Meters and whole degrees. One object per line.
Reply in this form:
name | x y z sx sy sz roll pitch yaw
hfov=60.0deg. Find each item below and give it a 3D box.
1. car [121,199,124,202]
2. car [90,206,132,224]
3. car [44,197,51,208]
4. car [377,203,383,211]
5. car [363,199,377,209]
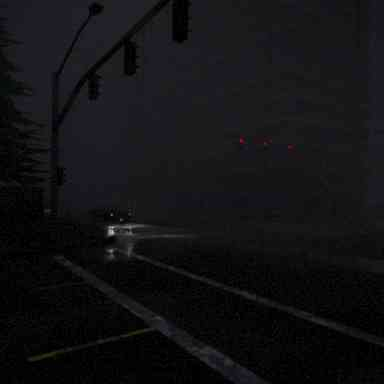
car | -16.539 2.056 90.088 5.357 1.411 2.033 1 0 -35
car | -6.571 1.777 26.809 1.895 1.301 4.718 1 0 -35
car | -21.549 1.478 48.128 2.097 1.767 4.553 1 -1 -35
car | 29.206 2.178 48.154 1.994 1.385 4.181 1 0 6
car | 32.049 2.049 61.252 2.097 1.767 4.553 1 0 -12
